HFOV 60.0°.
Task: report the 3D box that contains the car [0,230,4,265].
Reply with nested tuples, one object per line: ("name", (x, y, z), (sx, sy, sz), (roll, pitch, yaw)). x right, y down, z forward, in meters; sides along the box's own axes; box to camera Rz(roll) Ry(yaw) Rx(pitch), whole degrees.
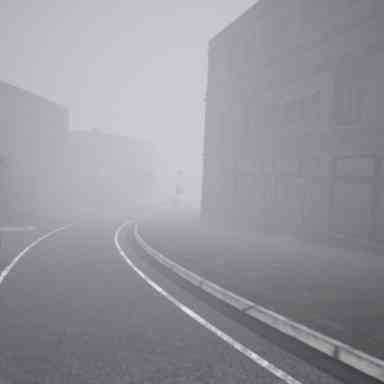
("car", (-6.190, 1.316, 8.174), (2.097, 1.767, 4.553), (1, 0, -19))

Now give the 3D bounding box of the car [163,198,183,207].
("car", (-3.185, 1.703, 57.662), (2.033, 1.411, 5.357), (4, 1, 19))
